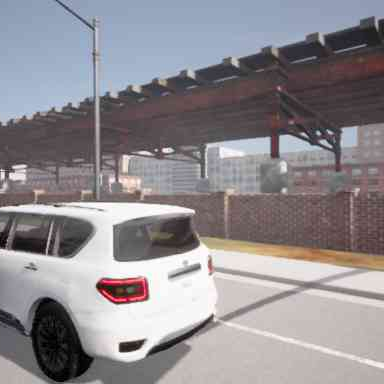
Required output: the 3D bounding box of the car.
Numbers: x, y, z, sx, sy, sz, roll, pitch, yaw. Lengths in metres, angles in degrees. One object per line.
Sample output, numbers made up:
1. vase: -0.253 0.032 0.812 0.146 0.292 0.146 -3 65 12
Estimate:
1. car: -2.255 1.174 5.602 5.566 2.045 2.150 1 0 36
